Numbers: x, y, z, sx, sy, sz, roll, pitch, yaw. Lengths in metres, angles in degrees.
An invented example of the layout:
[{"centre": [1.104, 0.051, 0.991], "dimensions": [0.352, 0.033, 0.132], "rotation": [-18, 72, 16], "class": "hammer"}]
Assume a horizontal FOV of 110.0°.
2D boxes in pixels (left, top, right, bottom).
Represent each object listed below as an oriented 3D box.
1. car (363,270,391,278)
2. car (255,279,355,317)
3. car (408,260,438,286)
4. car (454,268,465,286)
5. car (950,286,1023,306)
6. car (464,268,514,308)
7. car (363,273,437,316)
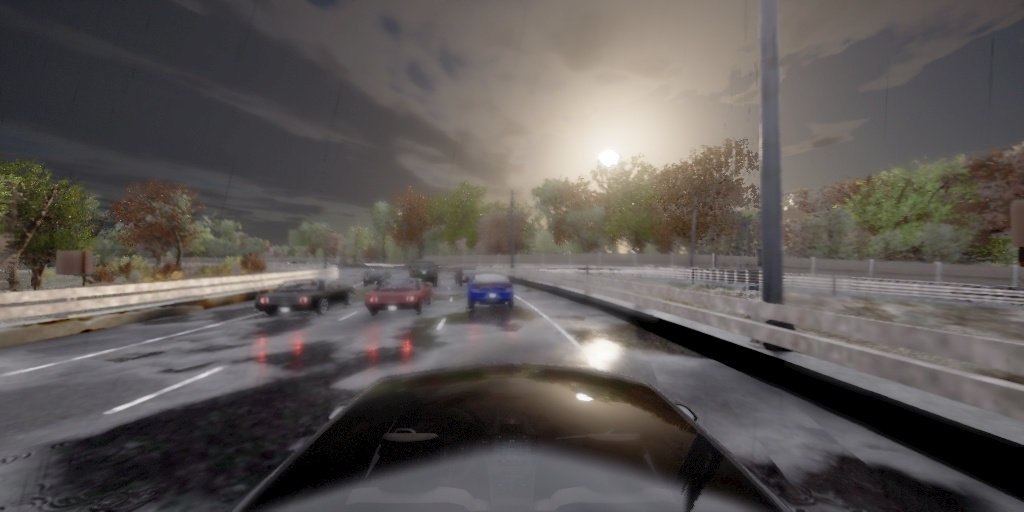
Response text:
[{"centre": [-10.798, 1.750, 29.138], "dimensions": [1.895, 1.301, 4.718], "rotation": [0, -1, -15], "class": "car"}, {"centre": [-7.838, 1.544, 14.209], "dimensions": [1.895, 1.301, 4.718], "rotation": [0, -1, -7], "class": "car"}, {"centre": [-7.257, 1.363, 29.446], "dimensions": [2.150, 2.045, 5.566], "rotation": [0, -1, -15], "class": "car"}, {"centre": [-3.586, 1.671, 29.246], "dimensions": [2.033, 1.411, 5.357], "rotation": [0, -1, -15], "class": "car"}, {"centre": [37.551, 3.028, 27.729], "dimensions": [4.892, 1.490, 1.837], "rotation": [3, 1, 28], "class": "car"}, {"centre": [-1.094, 1.424, 16.473], "dimensions": [1.882, 1.535, 5.008], "rotation": [0, -1, -8], "class": "car"}, {"centre": [-4.351, 1.534, 14.506], "dimensions": [1.895, 1.301, 4.718], "rotation": [0, -1, -7], "class": "car"}]
